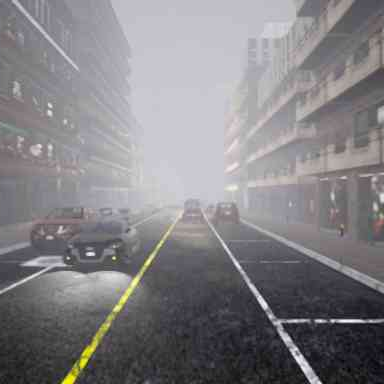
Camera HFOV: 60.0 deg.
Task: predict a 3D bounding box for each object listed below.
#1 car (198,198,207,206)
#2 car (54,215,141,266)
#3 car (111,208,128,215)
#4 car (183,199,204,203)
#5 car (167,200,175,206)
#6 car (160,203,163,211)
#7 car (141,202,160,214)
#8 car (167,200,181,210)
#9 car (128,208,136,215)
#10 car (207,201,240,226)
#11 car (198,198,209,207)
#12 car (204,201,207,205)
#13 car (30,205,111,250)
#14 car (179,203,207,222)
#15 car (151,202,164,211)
[{"bbox_3d":[2.670,2.555,83.770,2.192,1.841,5.009,-1,-1,0],"label":"car"},{"bbox_3d":[-3.100,1.743,12.186,1.994,1.385,4.181,0,-1,0],"label":"car"},{"bbox_3d":[-5.704,1.755,21.504,1.967,1.590,4.097,-1,-1,0],"label":"car"},{"bbox_3d":[0.043,1.833,41.562,2.150,2.045,5.566,0,-1,0],"label":"car"},{"bbox_3d":[-5.708,2.848,89.294,1.752,1.417,4.829,-1,-1,0],"label":"car"},{"bbox_3d":[-5.704,2.255,49.651,1.752,1.417,4.829,-1,-1,0],"label":"car"},{"bbox_3d":[-5.704,2.172,43.987,1.752,1.417,4.829,-1,-1,0],"label":"car"},{"bbox_3d":[-3.006,2.442,60.829,2.033,1.411,5.357,0,-1,0],"label":"car"},{"bbox_3d":[-5.702,1.964,27.166,1.947,1.339,4.313,-1,-1,0],"label":"car"},{"bbox_3d":[2.674,1.713,27.138,2.192,1.841,5.009,-1,-1,0],"label":"car"},{"bbox_3d":[2.670,2.469,78.107,2.192,1.841,5.009,-1,-1,0],"label":"car"},{"bbox_3d":[2.677,2.215,44.124,1.947,1.339,4.313,-1,-1,0],"label":"car"},{"bbox_3d":[-5.705,1.547,15.843,2.192,1.841,5.009,-1,-1,0],"label":"car"},{"bbox_3d":[0.090,2.024,31.326,1.994,1.385,4.181,0,-1,0],"label":"car"},{"bbox_3d":[-5.705,2.339,55.314,1.752,1.417,4.829,-1,-1,0],"label":"car"}]
